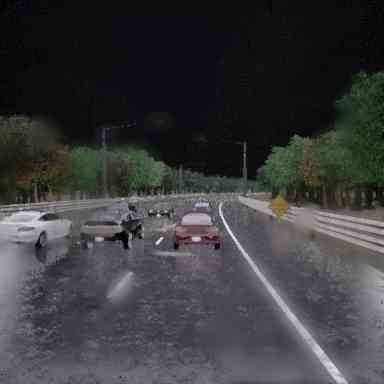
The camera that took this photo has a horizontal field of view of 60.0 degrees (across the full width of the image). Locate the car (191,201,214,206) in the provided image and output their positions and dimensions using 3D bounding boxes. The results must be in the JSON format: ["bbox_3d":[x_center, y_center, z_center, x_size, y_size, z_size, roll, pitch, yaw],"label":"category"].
[{"bbox_3d":[0.908,1.515,29.064,1.812,1.442,4.674,0,0,3],"label":"car"}]

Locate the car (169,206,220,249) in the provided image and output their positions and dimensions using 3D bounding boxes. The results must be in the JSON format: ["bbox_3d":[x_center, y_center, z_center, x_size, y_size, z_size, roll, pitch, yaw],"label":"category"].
[{"bbox_3d":[0.230,1.526,14.320,1.812,1.442,4.674,0,0,2],"label":"car"}]

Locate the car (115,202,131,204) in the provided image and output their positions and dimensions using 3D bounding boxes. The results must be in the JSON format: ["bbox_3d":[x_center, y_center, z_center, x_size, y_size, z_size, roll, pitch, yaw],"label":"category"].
[{"bbox_3d":[-6.080,1.554,29.474,1.994,1.385,4.181,0,0,3],"label":"car"}]

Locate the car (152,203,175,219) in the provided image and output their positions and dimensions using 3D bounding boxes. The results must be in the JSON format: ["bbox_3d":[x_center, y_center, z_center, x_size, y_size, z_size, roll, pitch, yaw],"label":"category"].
[{"bbox_3d":[-2.585,1.598,29.299,1.895,1.301,4.718,0,0,3],"label":"car"}]

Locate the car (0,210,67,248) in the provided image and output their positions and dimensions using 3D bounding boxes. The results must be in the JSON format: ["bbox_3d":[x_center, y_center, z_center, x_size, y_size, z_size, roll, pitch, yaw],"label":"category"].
[{"bbox_3d":[-6.767,1.526,14.538,1.812,1.442,4.674,0,0,2],"label":"car"}]

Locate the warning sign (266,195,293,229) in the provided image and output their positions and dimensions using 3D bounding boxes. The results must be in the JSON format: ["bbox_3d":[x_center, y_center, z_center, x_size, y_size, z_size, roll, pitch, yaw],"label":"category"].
[{"bbox_3d":[4.950,1.105,18.897,1.300,1.860,1.060,0,0,2],"label":"warning sign"}]

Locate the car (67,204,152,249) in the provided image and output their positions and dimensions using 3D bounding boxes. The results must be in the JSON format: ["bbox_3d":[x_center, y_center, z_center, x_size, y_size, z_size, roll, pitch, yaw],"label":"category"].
[{"bbox_3d":[-3.269,1.488,14.429,2.128,1.511,4.902,0,0,2],"label":"car"}]
